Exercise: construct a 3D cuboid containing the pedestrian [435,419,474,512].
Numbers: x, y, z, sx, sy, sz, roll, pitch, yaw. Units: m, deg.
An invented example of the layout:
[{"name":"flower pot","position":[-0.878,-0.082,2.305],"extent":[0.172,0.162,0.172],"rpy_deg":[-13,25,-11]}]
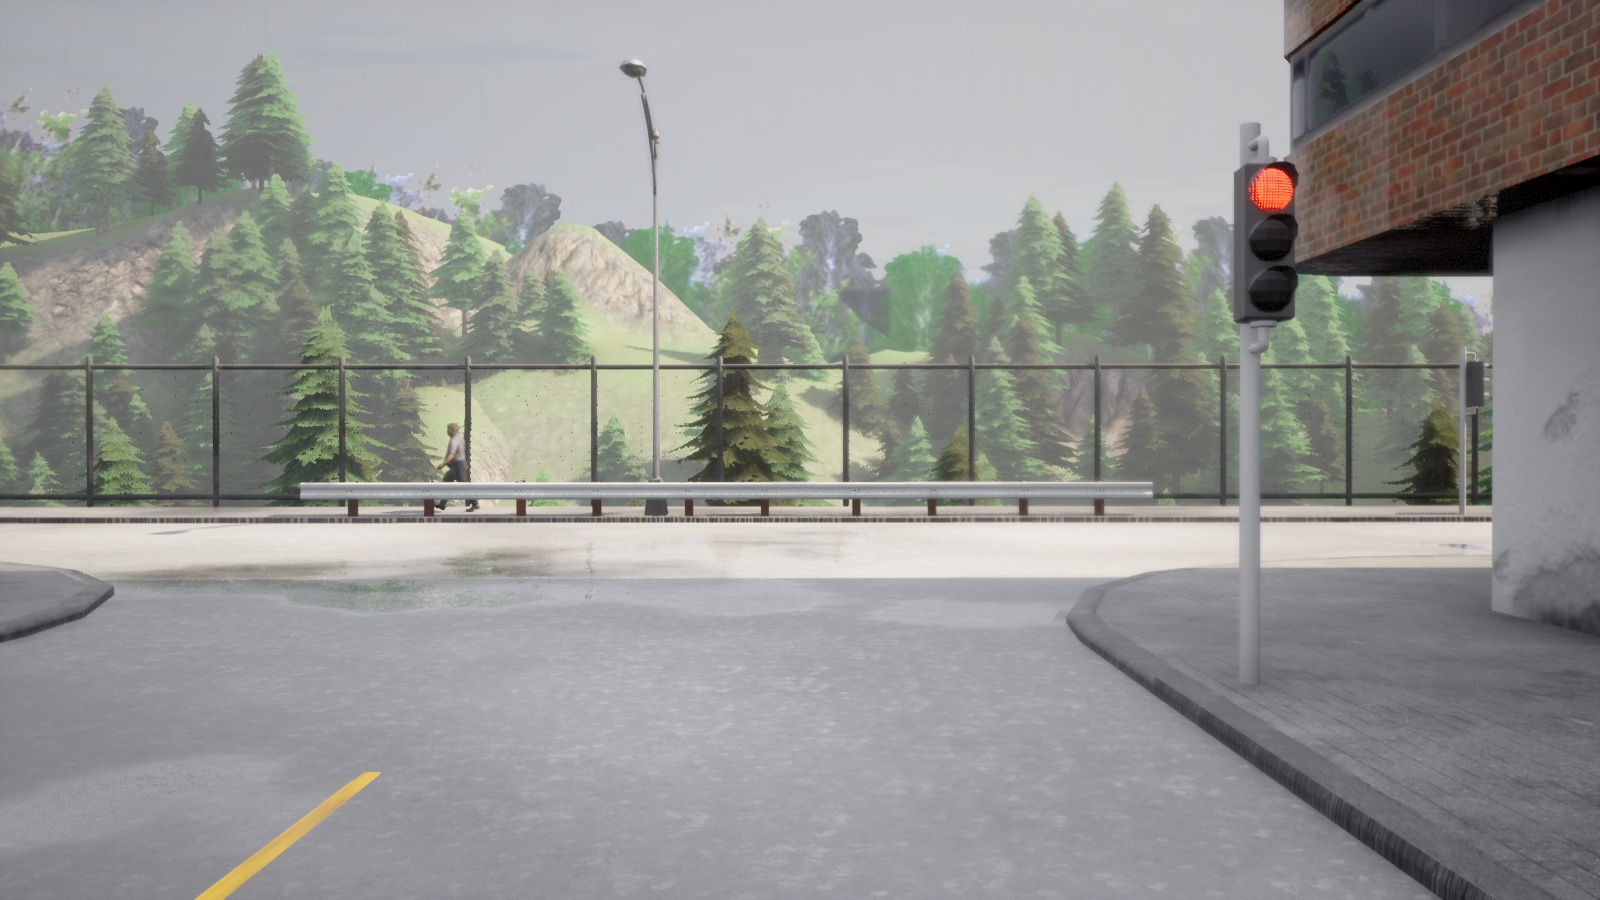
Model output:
[{"name":"pedestrian","position":[-6.908,0.309,25.127],"extent":[0.694,1.848,0.540],"rpy_deg":[0,0,-10]}]
